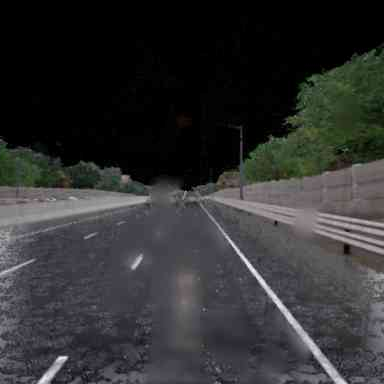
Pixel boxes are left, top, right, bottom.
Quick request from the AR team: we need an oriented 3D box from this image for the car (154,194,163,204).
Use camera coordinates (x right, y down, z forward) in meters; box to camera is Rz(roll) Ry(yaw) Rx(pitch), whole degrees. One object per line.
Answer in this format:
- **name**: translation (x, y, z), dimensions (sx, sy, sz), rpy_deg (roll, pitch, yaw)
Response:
- **car**: translation (-6.960, 1.382, 69.607), dimensions (2.150, 2.045, 5.566), rpy_deg (0, 0, 0)

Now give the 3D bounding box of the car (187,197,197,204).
- **car**: translation (0.040, 1.715, 70.166), dimensions (2.033, 1.411, 5.357), rpy_deg (0, 0, 0)

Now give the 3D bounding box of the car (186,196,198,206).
- **car**: translation (0.035, 1.528, 58.948), dimensions (2.097, 1.767, 4.553), rpy_deg (0, 0, 0)

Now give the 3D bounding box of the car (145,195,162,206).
- **car**: translation (-6.967, 1.718, 57.731), dimensions (2.033, 1.411, 5.357), rpy_deg (0, 0, 0)

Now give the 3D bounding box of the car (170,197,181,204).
- **car**: translation (-3.460, 1.714, 70.127), dimensions (2.033, 1.411, 5.357), rpy_deg (0, 0, 0)

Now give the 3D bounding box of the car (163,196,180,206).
- **car**: translation (-3.465, 1.666, 58.562), dimensions (2.128, 1.511, 4.902), rpy_deg (0, 0, 0)
